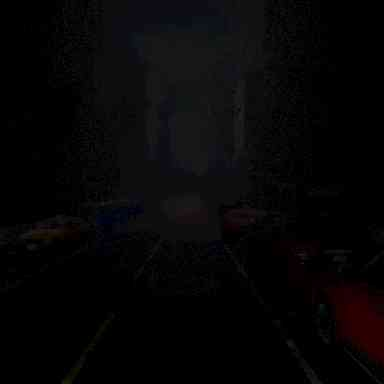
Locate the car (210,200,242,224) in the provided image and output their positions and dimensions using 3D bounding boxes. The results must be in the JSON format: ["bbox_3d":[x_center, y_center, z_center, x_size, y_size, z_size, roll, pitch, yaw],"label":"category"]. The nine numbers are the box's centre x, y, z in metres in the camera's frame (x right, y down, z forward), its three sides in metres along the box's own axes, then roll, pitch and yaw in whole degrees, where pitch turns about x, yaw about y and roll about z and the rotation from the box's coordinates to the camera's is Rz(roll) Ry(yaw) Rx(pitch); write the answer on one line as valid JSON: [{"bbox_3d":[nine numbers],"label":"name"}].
[{"bbox_3d":[2.831,1.552,25.561,2.192,1.841,5.009,-1,-1,0],"label":"car"}]

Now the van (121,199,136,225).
[{"bbox_3d":[-5.700,1.579,25.554,1.690,1.788,3.998,-1,-1,0],"label":"van"}]

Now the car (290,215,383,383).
[{"bbox_3d":[2.844,1.346,3.218,2.192,1.841,5.009,-1,-1,0],"label":"car"}]

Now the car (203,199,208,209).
[{"bbox_3d":[2.824,1.952,42.316,1.947,1.339,4.313,-1,-1,0],"label":"car"}]

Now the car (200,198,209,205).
[{"bbox_3d":[2.804,2.198,76.000,1.752,1.417,4.829,-1,0,0],"label":"car"}]

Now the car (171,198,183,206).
[{"bbox_3d":[-3.059,2.162,71.792,1.812,1.442,4.674,0,0,0],"label":"car"}]

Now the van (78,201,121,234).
[{"bbox_3d":[-5.695,1.528,19.968,1.690,1.788,3.998,-1,-1,0],"label":"van"}]

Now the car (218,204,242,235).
[{"bbox_3d":[2.836,1.714,20.143,1.752,1.417,4.829,-1,-1,0],"label":"car"}]

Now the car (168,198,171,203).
[{"bbox_3d":[-5.748,2.307,86.993,1.887,1.381,4.507,-1,0,0],"label":"car"}]

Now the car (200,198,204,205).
[{"bbox_3d":[2.817,2.034,53.487,2.008,1.369,4.403,-1,0,0],"label":"car"}]

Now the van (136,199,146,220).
[{"bbox_3d":[-5.704,1.629,31.140,1.690,1.788,3.998,-1,-1,0],"label":"van"}]

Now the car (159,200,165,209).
[{"bbox_3d":[-5.722,1.924,53.481,1.967,1.590,4.097,-1,-1,0],"label":"car"}]

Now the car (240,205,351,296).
[{"bbox_3d":[2.841,1.399,8.804,2.192,1.841,5.009,-1,-1,0],"label":"car"}]

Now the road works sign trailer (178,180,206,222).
[{"bbox_3d":[-0.018,0.732,28.968,2.380,3.560,2.880,0,-1,0],"label":"road works sign trailer"}]

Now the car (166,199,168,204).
[{"bbox_3d":[-5.725,2.114,59.065,1.802,1.307,4.206,-1,0,0],"label":"car"}]

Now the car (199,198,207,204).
[{"bbox_3d":[2.798,2.344,87.001,1.802,1.307,4.206,-1,0,0],"label":"car"}]

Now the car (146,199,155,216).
[{"bbox_3d":[-5.709,1.652,36.726,2.192,1.841,5.009,-1,-1,0],"label":"car"}]

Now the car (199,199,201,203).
[{"bbox_3d":[2.808,2.176,70.244,2.008,1.369,4.403,-1,0,0],"label":"car"}]

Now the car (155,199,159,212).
[{"bbox_3d":[-5.712,1.826,42.310,1.967,1.590,4.097,-1,-1,0],"label":"car"}]

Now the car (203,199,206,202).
[{"bbox_3d":[2.821,2.001,47.901,1.947,1.339,4.313,-1,0,0],"label":"car"}]

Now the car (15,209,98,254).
[{"bbox_3d":[-5.689,1.659,14.211,1.752,1.417,4.829,-1,-1,0],"label":"car"}]

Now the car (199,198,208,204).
[{"bbox_3d":[2.801,2.283,81.416,1.947,1.339,4.313,-1,0,0],"label":"car"}]

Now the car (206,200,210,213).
[{"bbox_3d":[2.826,1.864,36.901,1.752,1.417,4.829,-1,-1,0],"label":"car"}]
